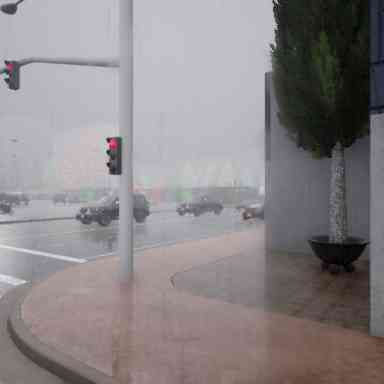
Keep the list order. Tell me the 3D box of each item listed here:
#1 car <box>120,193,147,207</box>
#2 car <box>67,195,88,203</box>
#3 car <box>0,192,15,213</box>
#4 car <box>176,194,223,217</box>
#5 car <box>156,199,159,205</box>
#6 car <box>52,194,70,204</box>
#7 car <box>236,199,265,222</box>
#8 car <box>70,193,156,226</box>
[{"bbox_3d":[-8.772,1.155,49.662,3.866,1.878,1.905,0,0,35],"label":"car"},{"bbox_3d":[-21.340,1.363,62.113,3.905,1.438,1.784,0,0,35],"label":"car"},{"bbox_3d":[-20.102,1.155,33.640,3.866,1.878,1.905,0,0,35],"label":"car"},{"bbox_3d":[0.841,1.221,32.086,2.150,2.045,5.566,0,0,37],"label":"car"},{"bbox_3d":[-7.087,1.395,52.017,3.806,1.475,1.970,0,0,35],"label":"car"},{"bbox_3d":[-23.069,1.152,59.788,4.605,1.855,1.932,0,0,35],"label":"car"},{"bbox_3d":[5.631,1.525,26.466,1.812,1.442,4.674,0,0,37],"label":"car"},{"bbox_3d":[-5.430,1.221,23.684,2.150,2.045,5.566,0,0,36],"label":"car"}]
